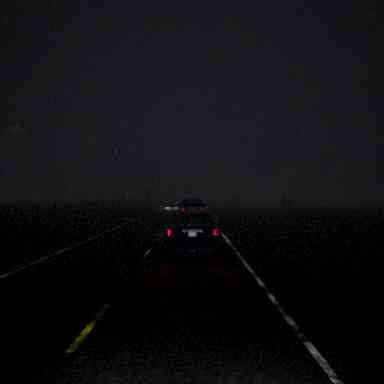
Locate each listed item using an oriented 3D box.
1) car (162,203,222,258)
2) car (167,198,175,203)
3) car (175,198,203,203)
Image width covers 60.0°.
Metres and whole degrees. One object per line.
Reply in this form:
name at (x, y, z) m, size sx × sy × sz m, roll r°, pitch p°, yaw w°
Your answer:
car at (0.028, 1.481, 13.411) m, size 2.097 × 1.767 × 4.553 m, roll 0°, pitch -1°, yaw 0°
car at (-3.477, 1.910, 61.622) m, size 2.097 × 1.767 × 4.553 m, roll 0°, pitch 0°, yaw 0°
car at (0.028, 1.486, 27.579) m, size 2.150 × 2.045 × 5.566 m, roll 0°, pitch 0°, yaw 0°
